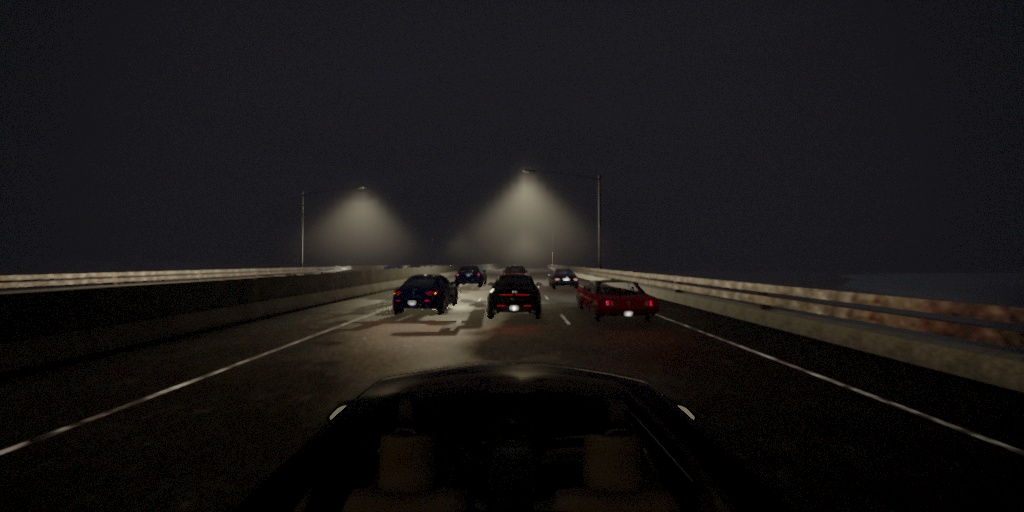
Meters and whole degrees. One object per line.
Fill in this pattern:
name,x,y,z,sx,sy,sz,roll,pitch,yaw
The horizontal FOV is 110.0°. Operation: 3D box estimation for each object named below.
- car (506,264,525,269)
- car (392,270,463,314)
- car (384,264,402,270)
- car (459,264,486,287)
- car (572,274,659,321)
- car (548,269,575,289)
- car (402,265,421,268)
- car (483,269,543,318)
car,0.298,1.494,28.664,2.097,1.767,4.553,0,-1,2
car,-3.380,1.454,14.571,1.812,1.442,4.674,0,-1,1
car,-19.956,2.141,60.629,1.882,1.535,5.008,0,-1,3
car,-3.201,1.494,28.718,2.097,1.767,4.553,0,-1,1
car,3.597,1.510,13.169,1.895,1.301,4.718,0,-1,1
car,3.741,1.657,26.560,2.033,1.411,5.357,0,-1,2
car,-16.461,2.187,60.503,1.812,1.442,4.674,0,-1,3
car,0.109,1.424,13.816,1.837,1.490,4.892,0,0,1
